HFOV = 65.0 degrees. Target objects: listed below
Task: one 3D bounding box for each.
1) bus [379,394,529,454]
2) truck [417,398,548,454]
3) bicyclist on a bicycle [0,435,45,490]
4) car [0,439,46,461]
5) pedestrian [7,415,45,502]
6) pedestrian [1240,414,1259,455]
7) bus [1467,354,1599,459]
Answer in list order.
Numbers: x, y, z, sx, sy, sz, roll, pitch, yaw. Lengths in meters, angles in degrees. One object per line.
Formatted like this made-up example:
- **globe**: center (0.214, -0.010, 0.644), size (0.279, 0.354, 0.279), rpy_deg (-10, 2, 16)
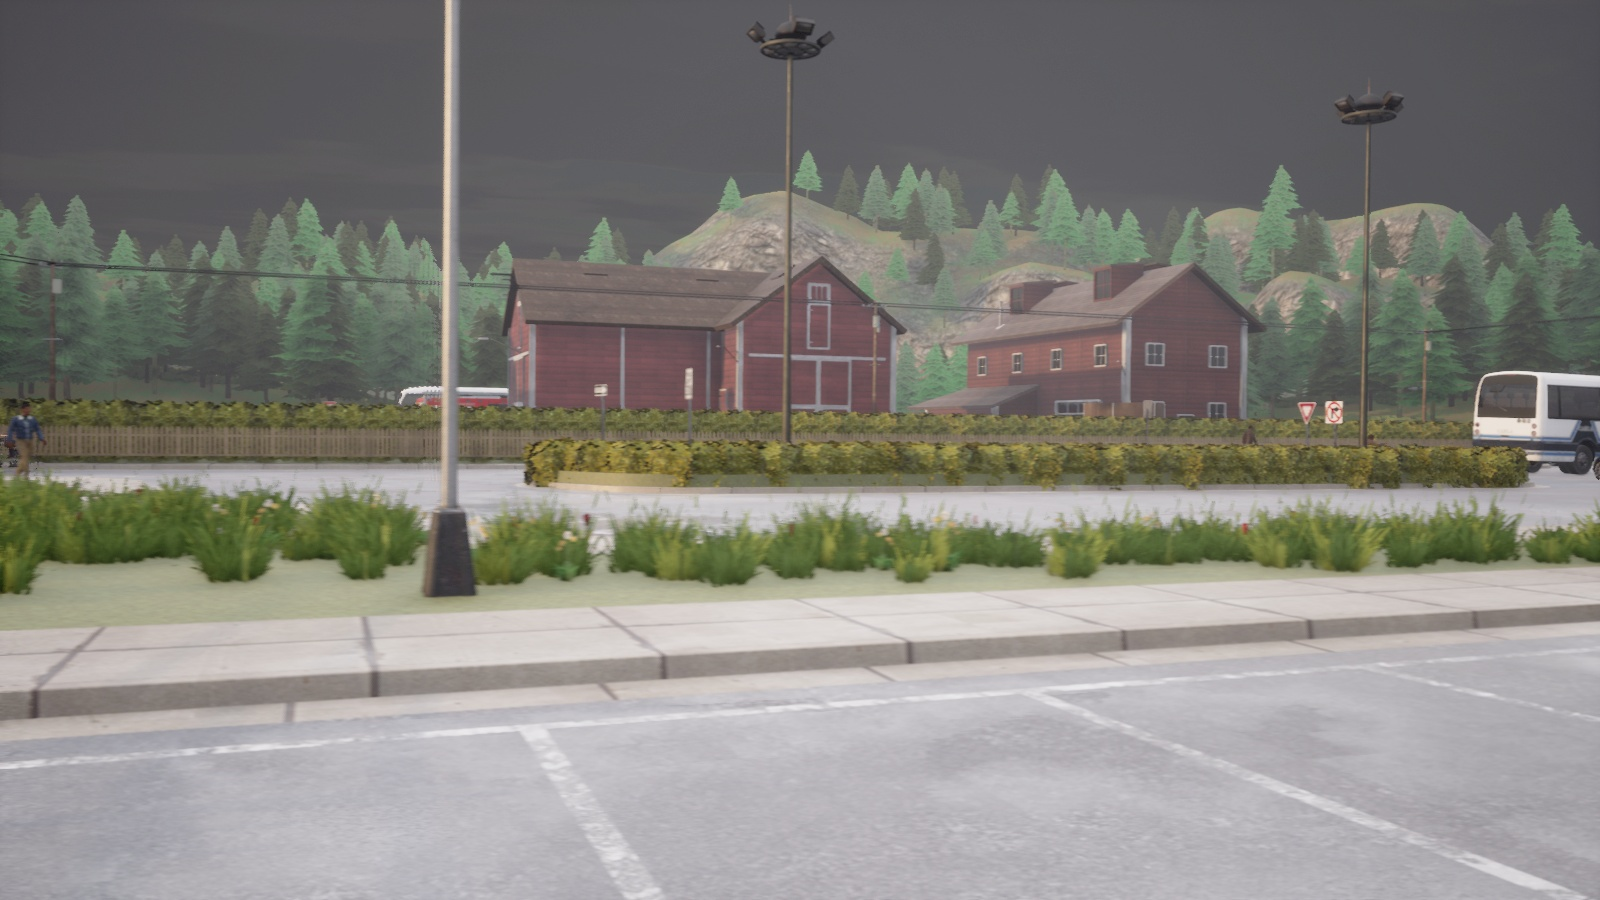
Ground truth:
- **bus**: center (-25.484, -1.948, 92.489), size (10.273, 4.253, 3.944), rpy_deg (-1, 1, -20)
- **truck**: center (-22.549, -1.718, 89.442), size (8.468, 3.827, 2.891), rpy_deg (-1, 1, -32)
- **bicyclist on a bicycle**: center (-23.453, 0.381, 37.330), size (1.509, 1.612, 0.866), rpy_deg (-1, -1, -14)
- **car**: center (-50.799, 0.011, 79.728), size (4.718, 1.301, 1.895), rpy_deg (-1, 1, -20)
- **pedestrian**: center (-17.477, 0.181, 28.358), size (0.788, 1.949, 0.423), rpy_deg (0, 1, 36)
- **pedestrian**: center (20.623, -0.707, 57.596), size (0.703, 1.840, 0.431), rpy_deg (-1, 1, -20)
- **bus**: center (34.631, -1.846, 54.875), size (10.273, 4.253, 3.944), rpy_deg (0, 2, -22)
